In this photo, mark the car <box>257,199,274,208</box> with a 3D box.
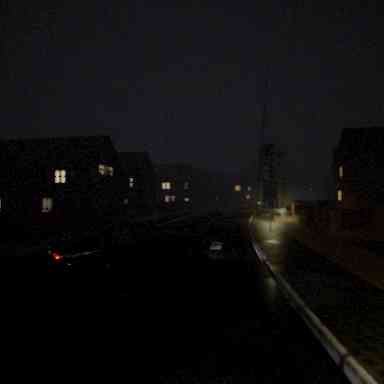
[{"bbox_3d":[13.688,2.123,61.729,2.128,1.511,4.902,-1,-1,26],"label":"car"}]

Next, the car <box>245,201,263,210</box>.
[{"bbox_3d":[9.776,2.156,52.246,1.895,1.301,4.718,-1,-1,22],"label":"car"}]

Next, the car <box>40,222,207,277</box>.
[{"bbox_3d":[-2.100,1.737,11.143,5.357,1.411,2.033,-2,2,-34],"label":"car"}]
